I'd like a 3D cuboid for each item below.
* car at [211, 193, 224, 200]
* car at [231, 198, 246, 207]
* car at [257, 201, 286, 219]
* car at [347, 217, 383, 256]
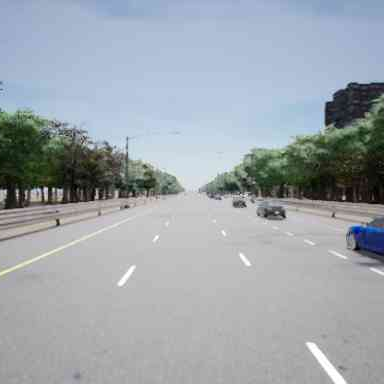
[{"bbox_3d":[7.263,1.630,94.715,2.033,1.411,5.357,0,0,0],"label":"car"},{"bbox_3d":[7.061,1.565,50.706,1.812,1.442,4.674,0,0,0],"label":"car"},{"bbox_3d":[7.010,1.547,29.619,1.812,1.442,4.674,0,0,0],"label":"car"},{"bbox_3d":[7.002,1.496,11.049,1.882,1.535,5.008,0,0,0],"label":"car"}]
